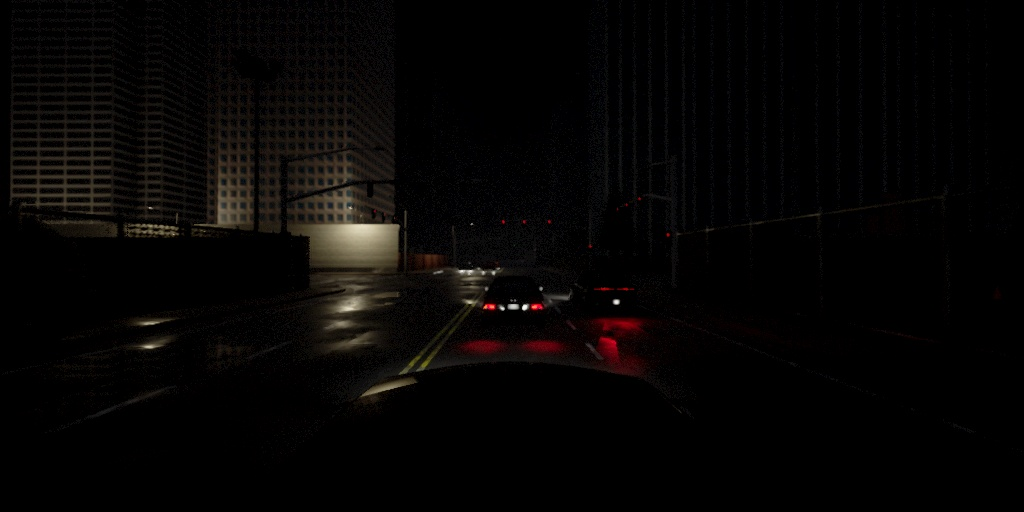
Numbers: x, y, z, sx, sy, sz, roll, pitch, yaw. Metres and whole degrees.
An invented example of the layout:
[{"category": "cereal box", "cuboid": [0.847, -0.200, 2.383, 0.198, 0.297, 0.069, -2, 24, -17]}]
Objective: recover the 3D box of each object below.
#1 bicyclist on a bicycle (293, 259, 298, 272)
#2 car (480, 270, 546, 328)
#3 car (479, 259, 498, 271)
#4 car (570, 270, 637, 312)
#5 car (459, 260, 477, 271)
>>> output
[{"category": "bicyclist on a bicycle", "cuboid": [-25.579, 1.194, 42.699, 0.582, 1.620, 1.656, 0, 0, 0]}, {"category": "car", "cuboid": [0.055, 1.344, 11.545, 2.033, 1.411, 5.357, 0, 0, 1]}, {"category": "car", "cuboid": [-3.571, 1.489, 55.711, 1.882, 1.535, 5.008, 0, 0, 0]}, {"category": "car", "cuboid": [3.572, 1.318, 14.634, 1.837, 1.490, 4.892, 0, 0, 0]}, {"category": "car", "cuboid": [-7.068, 1.577, 55.888, 1.994, 1.385, 4.181, 0, 0, 0]}]
